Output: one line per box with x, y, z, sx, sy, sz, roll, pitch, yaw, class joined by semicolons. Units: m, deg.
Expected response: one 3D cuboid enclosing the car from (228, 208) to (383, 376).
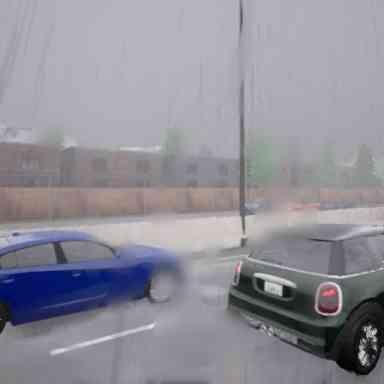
2.844;1.327;5.782;4.553;1.767;2.097;0;0;-35;car

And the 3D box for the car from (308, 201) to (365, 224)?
10.714;1.461;24.529;4.181;1.385;1.994;0;0;-35;car

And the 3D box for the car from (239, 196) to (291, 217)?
6.668;1.248;30.240;4.553;1.767;2.097;0;0;-35;car

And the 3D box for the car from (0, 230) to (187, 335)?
-2.409;1.470;6.341;5.008;1.535;1.882;-1;0;-35;car

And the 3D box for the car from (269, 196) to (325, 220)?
8.713;1.248;27.400;4.553;1.767;2.097;0;0;-35;car
